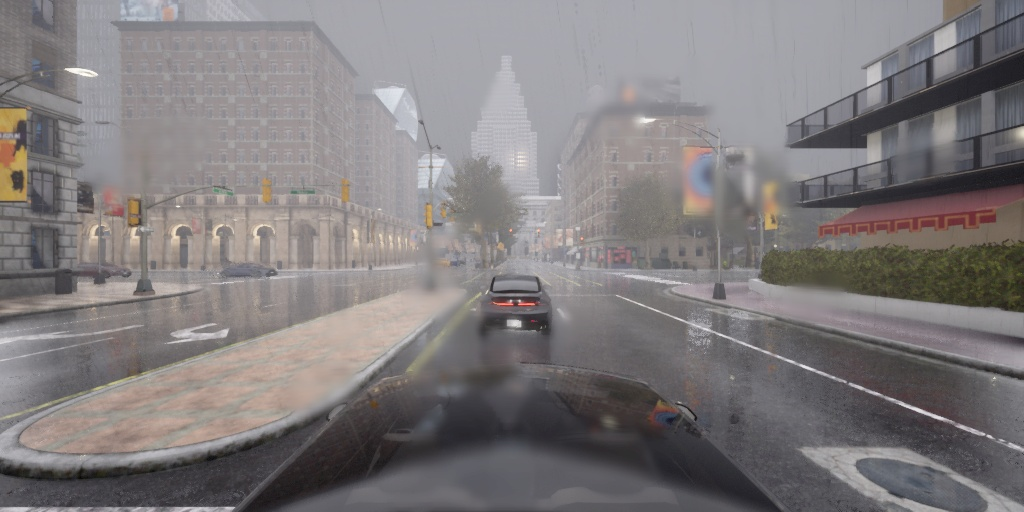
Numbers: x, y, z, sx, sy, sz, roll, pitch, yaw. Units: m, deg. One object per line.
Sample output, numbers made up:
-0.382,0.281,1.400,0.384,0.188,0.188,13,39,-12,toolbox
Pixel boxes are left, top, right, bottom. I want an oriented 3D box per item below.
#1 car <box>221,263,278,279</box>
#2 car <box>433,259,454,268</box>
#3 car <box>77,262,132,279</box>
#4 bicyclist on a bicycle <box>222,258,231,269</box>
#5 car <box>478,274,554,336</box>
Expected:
-23.647,1.315,32.332,4.181,1.385,1.994,0,0,0,car
-11.407,1.228,59.669,1.882,1.535,5.008,0,0,0,car
-37.184,1.276,32.305,4.674,1.442,1.812,0,0,0,car
-37.170,1.050,46.770,0.582,1.620,1.656,0,0,0,bicyclist on a bicycle
0.101,1.255,10.331,1.837,1.490,4.892,0,0,0,car
